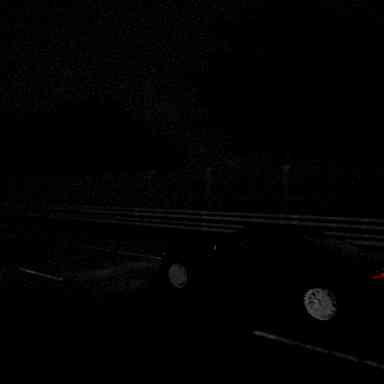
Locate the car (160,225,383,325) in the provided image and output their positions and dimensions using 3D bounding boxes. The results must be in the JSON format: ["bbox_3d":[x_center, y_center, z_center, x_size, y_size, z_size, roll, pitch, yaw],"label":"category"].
[{"bbox_3d":[1.542,1.462,7.192,5.008,1.535,1.882,0,0,36],"label":"car"}]
